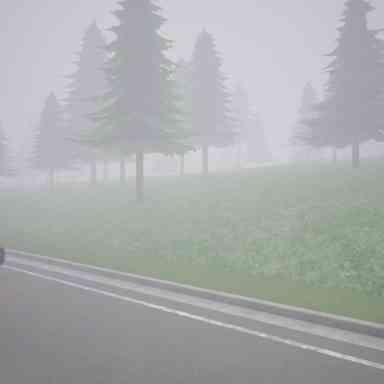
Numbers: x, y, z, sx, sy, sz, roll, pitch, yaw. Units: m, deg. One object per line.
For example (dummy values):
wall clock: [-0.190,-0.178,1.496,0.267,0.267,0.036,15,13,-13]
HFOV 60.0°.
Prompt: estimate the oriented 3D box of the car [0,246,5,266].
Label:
car: [-7.161,1.601,9.102,4.718,1.301,1.895,0,0,36]
